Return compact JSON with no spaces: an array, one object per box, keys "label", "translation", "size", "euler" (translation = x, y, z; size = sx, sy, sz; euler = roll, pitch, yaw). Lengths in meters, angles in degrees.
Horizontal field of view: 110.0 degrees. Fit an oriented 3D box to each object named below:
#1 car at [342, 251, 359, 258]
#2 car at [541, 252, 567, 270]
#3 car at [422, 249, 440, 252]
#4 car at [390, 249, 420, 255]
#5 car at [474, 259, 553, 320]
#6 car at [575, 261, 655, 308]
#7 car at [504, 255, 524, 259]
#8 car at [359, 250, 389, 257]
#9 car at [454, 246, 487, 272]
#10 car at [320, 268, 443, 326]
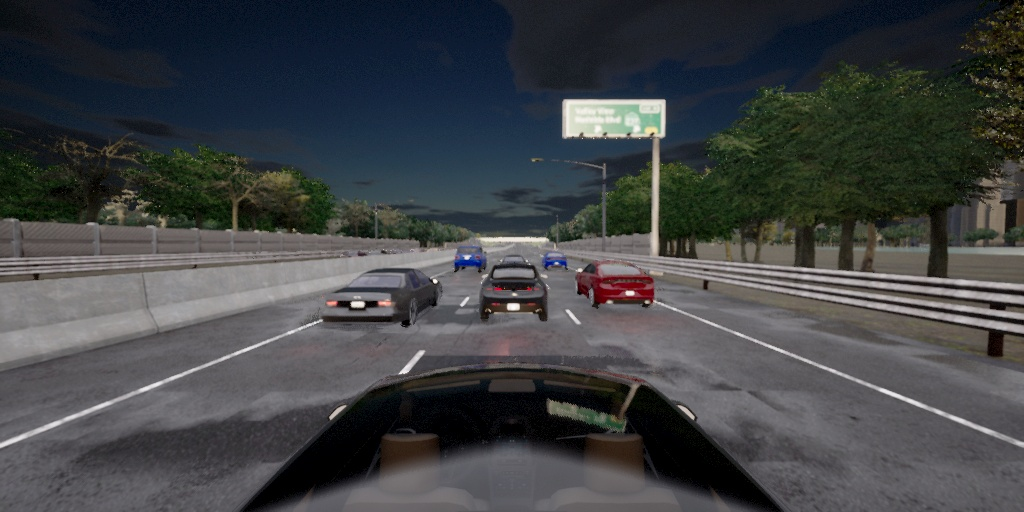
[{"label":"car","translation":[-20.844,0.007,47.560],"size":[1.994,1.385,4.181],"euler":[0,2,1]},{"label":"car","translation":[3.695,0.372,31.830],"size":[1.882,1.535,5.008],"euler":[0,2,0]},{"label":"car","translation":[-13.638,-0.499,62.225],"size":[1.882,1.535,5.008],"euler":[0,2,1]},{"label":"car","translation":[-13.858,0.034,46.622],"size":[1.994,1.385,4.181],"euler":[0,2,1]},{"label":"car","translation":[0.078,0.986,11.262],"size":[1.837,1.490,4.892],"euler":[0,1,1]},{"label":"car","translation":[3.600,0.903,13.361],"size":[1.882,1.535,5.008],"euler":[0,2,0]},{"label":"car","translation":[0.133,0.626,25.458],"size":[2.033,1.411,5.357],"euler":[0,2,1]},{"label":"car","translation":[-17.365,-0.014,46.178],"size":[1.837,1.490,4.892],"euler":[0,2,1]},{"label":"car","translation":[-3.324,0.188,29.289],"size":[2.150,2.045,5.566],"euler":[0,2,1]},{"label":"car","translation":[-3.420,1.053,10.512],"size":[2.033,1.411,5.357],"euler":[0,2,1]}]
